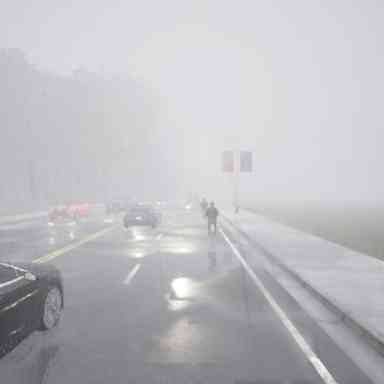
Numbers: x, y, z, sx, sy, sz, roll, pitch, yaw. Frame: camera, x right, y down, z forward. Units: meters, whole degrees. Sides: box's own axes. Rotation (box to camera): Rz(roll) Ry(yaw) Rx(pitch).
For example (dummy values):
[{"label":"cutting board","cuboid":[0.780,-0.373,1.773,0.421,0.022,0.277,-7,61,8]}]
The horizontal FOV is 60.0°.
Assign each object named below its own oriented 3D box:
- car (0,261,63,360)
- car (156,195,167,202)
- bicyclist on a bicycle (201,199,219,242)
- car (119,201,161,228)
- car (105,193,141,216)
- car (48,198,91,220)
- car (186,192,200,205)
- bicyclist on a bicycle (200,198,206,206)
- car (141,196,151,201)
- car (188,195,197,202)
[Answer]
[{"label":"car","cuboid":[-3.147,1.480,3.880,2.128,1.511,4.902,0,0,0]},{"label":"car","cuboid":[-6.456,1.372,70.773,2.128,1.511,4.902,0,0,0]},{"label":"bicyclist on a bicycle","cuboid":[0.903,1.330,15.153,0.659,1.776,1.843,0,0,0]},{"label":"car","cuboid":[-3.136,1.507,21.576,1.994,1.385,4.181,0,0,0]},{"label":"car","cuboid":[-6.579,1.141,31.535,2.150,2.045,5.566,0,0,0]},{"label":"car","cuboid":[-9.831,1.282,26.992,2.097,1.767,4.553,0,0,0]},{"label":"car","cuboid":[0.135,1.088,56.760,2.150,2.045,5.566,0,0,0]},{"label":"bicyclist on a bicycle","cuboid":[0.909,1.307,24.354,0.659,1.776,1.843,0,0,0]},{"label":"car","cuboid":[-9.708,1.445,68.731,1.895,1.301,4.718,0,0,0]},{"label":"car","cuboid":[0.046,1.397,73.808,1.994,1.385,4.181,0,0,0]}]
